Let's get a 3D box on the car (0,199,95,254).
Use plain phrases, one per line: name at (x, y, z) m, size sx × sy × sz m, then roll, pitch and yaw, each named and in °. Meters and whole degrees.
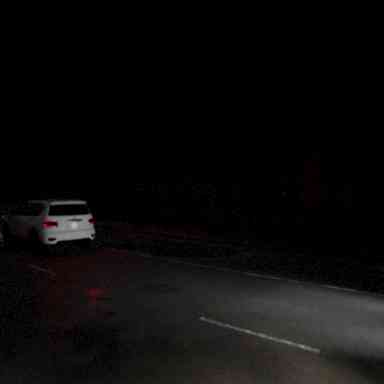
car at (-6.321, 1.331, 14.400) m, size 2.150 × 2.045 × 5.566 m, roll 0°, pitch 0°, yaw -45°
